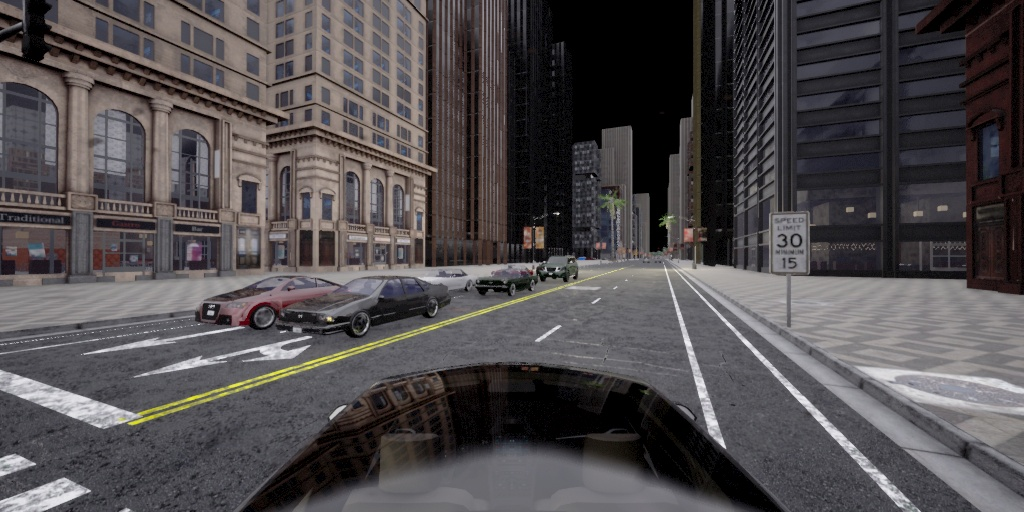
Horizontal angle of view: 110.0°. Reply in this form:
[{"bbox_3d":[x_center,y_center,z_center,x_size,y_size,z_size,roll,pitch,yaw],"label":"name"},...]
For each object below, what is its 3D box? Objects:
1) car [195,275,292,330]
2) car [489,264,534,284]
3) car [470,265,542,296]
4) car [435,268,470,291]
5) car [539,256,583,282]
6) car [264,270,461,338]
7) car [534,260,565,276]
[{"bbox_3d":[-7.135,1.315,11.247,1.994,1.385,4.181,0,0,23],"label":"car"},{"bbox_3d":[0.081,1.364,28.523,1.895,1.301,4.718,0,0,23],"label":"car"},{"bbox_3d":[-0.177,1.358,19.479,1.895,1.301,4.718,0,0,23],"label":"car"},{"bbox_3d":[-3.762,1.357,19.332,1.895,1.301,4.718,0,0,23],"label":"car"},{"bbox_3d":[3.951,0.987,29.347,2.150,2.045,5.566,0,0,22],"label":"car"},{"bbox_3d":[-3.874,1.299,10.631,2.033,1.411,5.357,0,0,23],"label":"car"},{"bbox_3d":[4.051,1.251,37.925,1.882,1.535,5.008,0,0,23],"label":"car"}]
